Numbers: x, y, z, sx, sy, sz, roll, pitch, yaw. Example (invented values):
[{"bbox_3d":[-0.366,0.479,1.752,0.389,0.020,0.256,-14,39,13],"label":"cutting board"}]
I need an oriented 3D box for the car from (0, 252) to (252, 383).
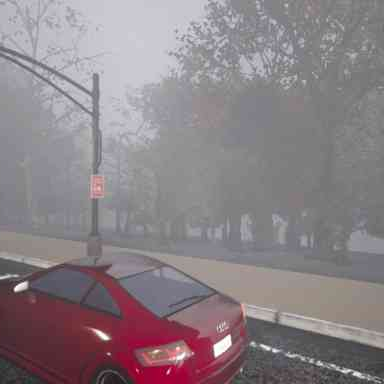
[{"bbox_3d":[-1.314,1.563,4.618,4.181,1.385,1.994,0,0,35],"label":"car"}]
